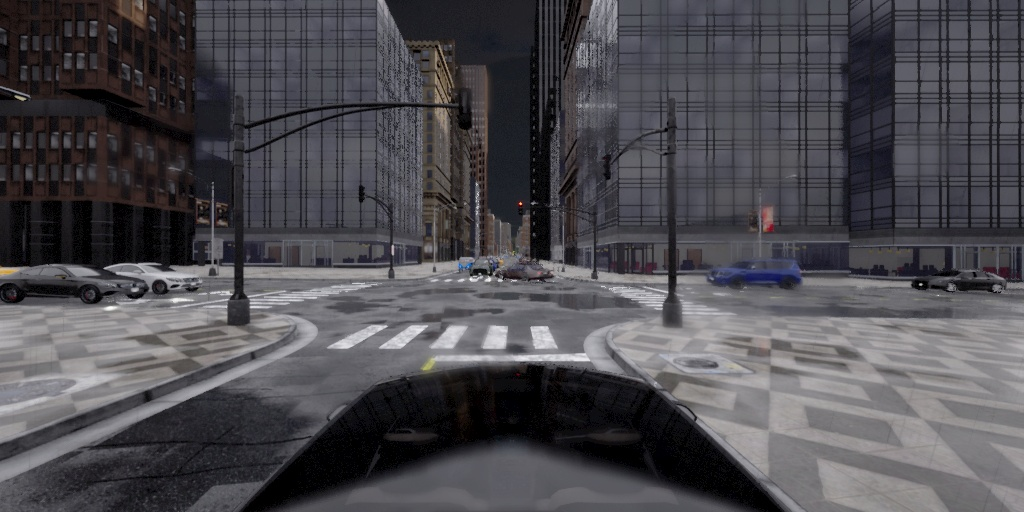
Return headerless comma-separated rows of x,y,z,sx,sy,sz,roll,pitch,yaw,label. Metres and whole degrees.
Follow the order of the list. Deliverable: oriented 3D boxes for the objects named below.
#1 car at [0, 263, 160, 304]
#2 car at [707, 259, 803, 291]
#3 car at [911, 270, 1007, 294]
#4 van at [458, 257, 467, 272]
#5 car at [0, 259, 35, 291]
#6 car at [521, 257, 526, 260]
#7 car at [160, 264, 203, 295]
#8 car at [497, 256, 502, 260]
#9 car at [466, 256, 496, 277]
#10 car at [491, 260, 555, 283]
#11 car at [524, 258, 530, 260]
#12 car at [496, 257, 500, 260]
-17.234,1.045,14.121,4.674,1.442,1.812,1,0,-1,car
16.151,1.221,23.920,5.566,2.045,2.150,1,0,0,car
29.649,1.685,23.858,4.892,1.490,1.837,1,0,0,car
-5.691,1.051,44.719,1.690,1.789,3.998,0,0,0,van
-26.907,0.884,17.418,5.008,1.535,1.882,1,0,1,car
2.926,1.260,61.621,1.802,1.307,4.207,0,0,0,car
-17.762,1.049,17.377,4.674,1.442,1.812,1,0,0,car
-2.870,1.197,54.945,1.837,1.490,4.892,0,0,1,car
-2.966,1.075,35.508,2.097,1.767,4.553,0,0,0,car
0.908,1.277,27.819,2.033,1.411,5.357,0,0,-38,car
2.834,1.276,44.673,1.948,1.339,4.313,0,0,0,car
-2.932,1.188,44.629,1.882,1.535,5.008,0,0,1,car
